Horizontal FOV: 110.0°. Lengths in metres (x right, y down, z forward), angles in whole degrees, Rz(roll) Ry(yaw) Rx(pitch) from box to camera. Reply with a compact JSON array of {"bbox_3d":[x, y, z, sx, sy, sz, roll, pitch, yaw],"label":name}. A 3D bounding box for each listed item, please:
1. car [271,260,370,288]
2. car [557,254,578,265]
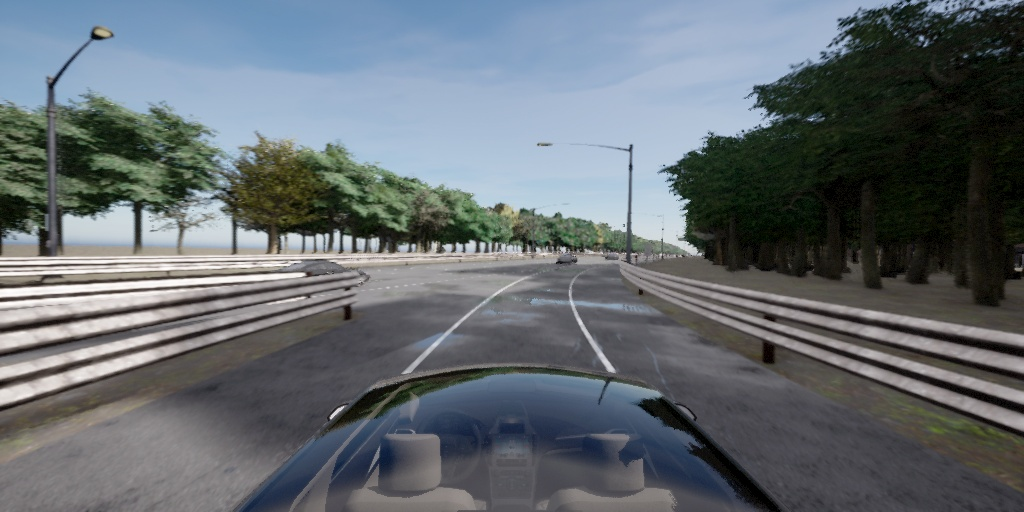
[{"bbox_3d":[-9.159,0.930,17.369,1.812,1.442,4.674,2,1,27],"label":"car"},{"bbox_3d":[7.830,0.458,50.399,1.994,1.385,4.181,2,1,27],"label":"car"}]
